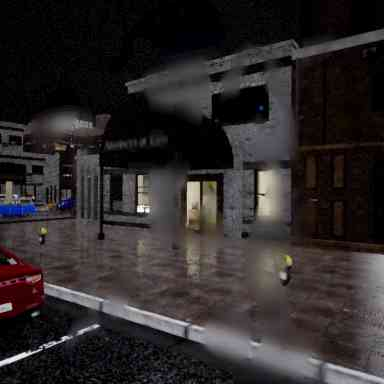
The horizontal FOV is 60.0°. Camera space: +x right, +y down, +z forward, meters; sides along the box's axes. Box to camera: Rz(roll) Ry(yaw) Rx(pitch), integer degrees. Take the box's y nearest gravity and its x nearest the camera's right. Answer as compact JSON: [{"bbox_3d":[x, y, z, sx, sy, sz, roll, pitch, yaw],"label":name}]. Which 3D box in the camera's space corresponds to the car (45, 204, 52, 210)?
[{"bbox_3d":[-16.227,1.569,42.442,1.752,1.417,4.829,0,0,35],"label":"car"}]

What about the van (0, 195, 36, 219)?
[{"bbox_3d":[-15.623,1.413,28.713,1.690,1.788,3.998,0,0,35],"label":"van"}]

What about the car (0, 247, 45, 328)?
[{"bbox_3d":[-4.531,1.544,6.099,4.507,1.381,1.887,0,0,35],"label":"car"}]

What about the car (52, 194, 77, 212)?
[{"bbox_3d":[-13.906,1.284,41.228,2.150,2.045,5.566,0,0,36],"label":"car"}]
